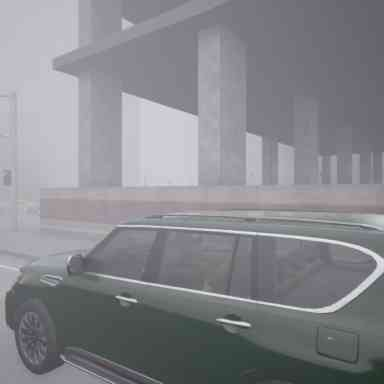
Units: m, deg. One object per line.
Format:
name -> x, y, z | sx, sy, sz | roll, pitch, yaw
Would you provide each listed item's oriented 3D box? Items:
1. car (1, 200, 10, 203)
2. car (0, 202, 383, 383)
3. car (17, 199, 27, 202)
car -> -18.380, 1.533, 33.815 | 1.882, 1.535, 5.008 | 0, 0, 36
car -> 0.066, 1.221, 3.937 | 5.566, 2.045, 2.150 | 0, 0, 36
car -> -14.331, 1.547, 33.461 | 2.128, 1.511, 4.902 | 0, 0, 36
